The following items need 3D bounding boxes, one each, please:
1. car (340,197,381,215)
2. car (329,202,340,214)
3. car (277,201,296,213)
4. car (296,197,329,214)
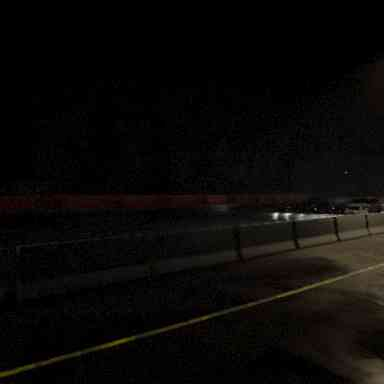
[{"bbox_3d":[17.249,1.500,33.378,2.150,2.045,5.566,-1,-1,43],"label":"car"},{"bbox_3d":[18.533,1.953,40.063,1.895,1.301,4.718,-1,-1,41],"label":"car"},{"bbox_3d":[13.158,1.934,44.570,1.882,1.535,5.008,-1,-1,41],"label":"car"},{"bbox_3d":[15.667,1.625,42.123,2.150,2.045,5.566,-1,-1,41],"label":"car"}]
